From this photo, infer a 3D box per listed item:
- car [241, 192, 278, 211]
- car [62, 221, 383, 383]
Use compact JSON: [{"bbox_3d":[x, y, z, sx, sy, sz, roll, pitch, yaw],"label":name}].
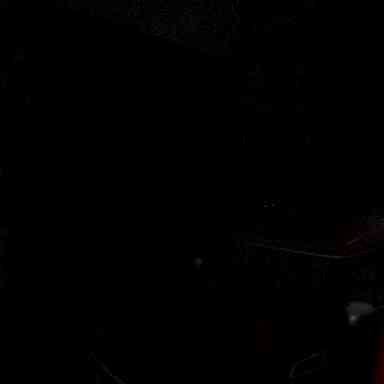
[{"bbox_3d":[7.084,1.036,37.826,2.150,2.045,5.566,1,0,-35],"label":"car"},{"bbox_3d":[1.289,1.331,3.726,5.009,1.841,2.192,0,0,-36],"label":"car"}]
